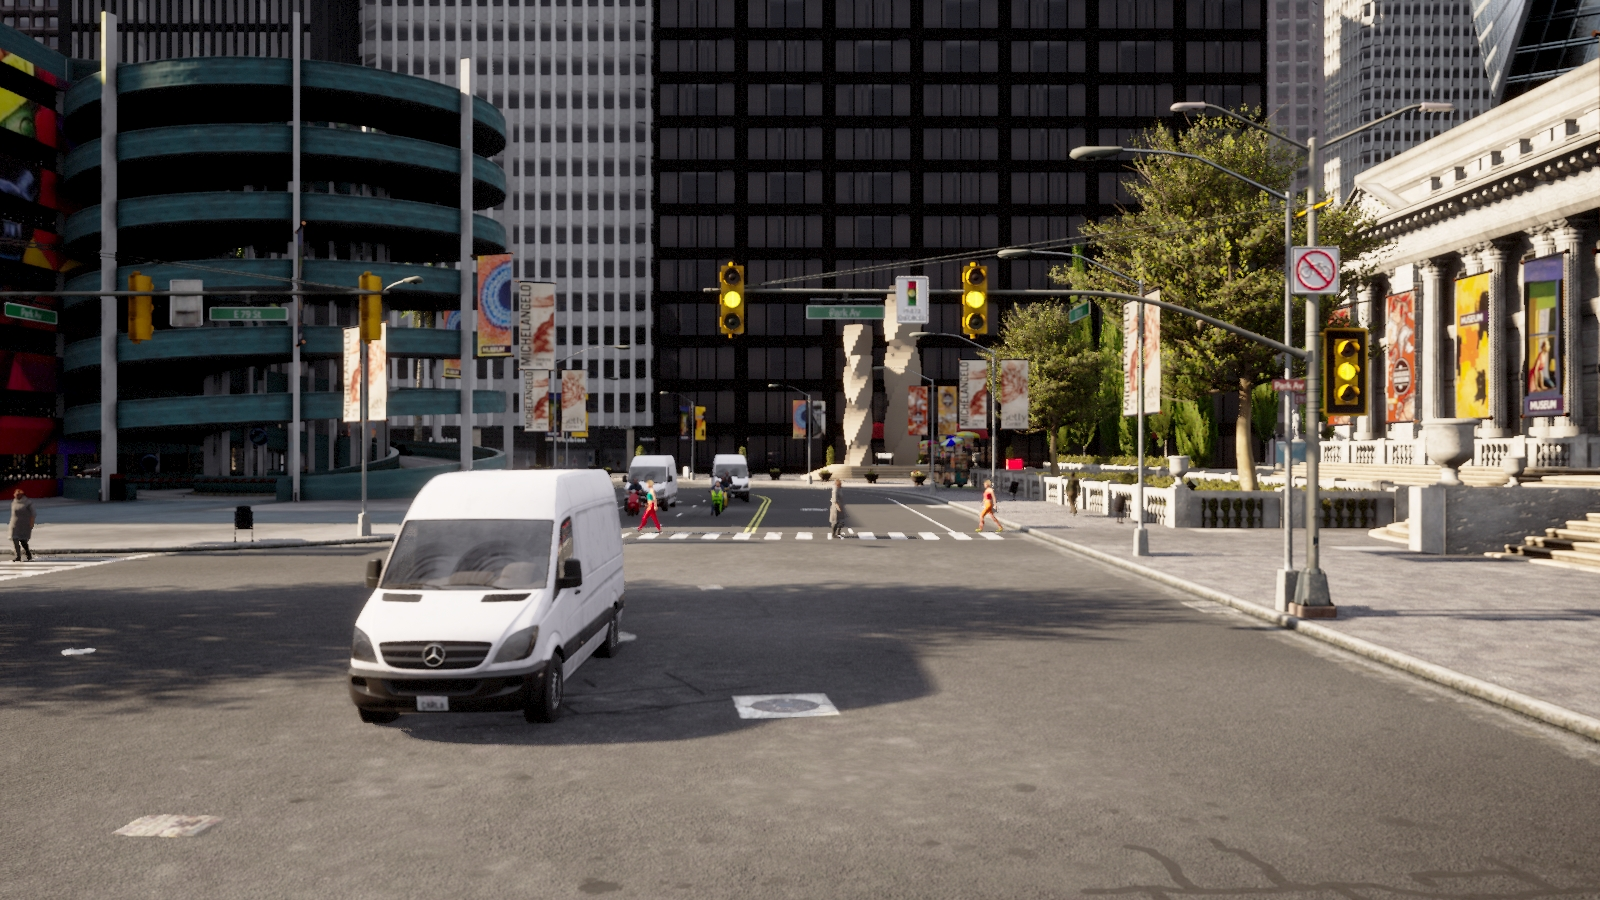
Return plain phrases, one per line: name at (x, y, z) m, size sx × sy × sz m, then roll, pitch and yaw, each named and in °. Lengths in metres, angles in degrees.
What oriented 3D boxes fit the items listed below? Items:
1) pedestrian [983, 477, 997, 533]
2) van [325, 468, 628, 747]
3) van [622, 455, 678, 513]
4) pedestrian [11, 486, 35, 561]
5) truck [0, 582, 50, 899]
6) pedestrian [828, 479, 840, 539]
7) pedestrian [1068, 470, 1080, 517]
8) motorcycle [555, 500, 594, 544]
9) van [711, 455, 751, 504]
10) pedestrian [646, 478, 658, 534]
pedestrian at (6.435, 1.861, 38.688) m, size 0.375 × 1.860 × 0.375 m, roll 0°, pitch 0°, yaw -11°
van at (-3.507, 1.540, 13.778) m, size 1.988 × 2.561 × 5.915 m, roll 0°, pitch 0°, yaw 0°
van at (-7.055, 1.552, 54.334) m, size 1.988 × 2.561 × 5.915 m, roll 0°, pitch 0°, yaw -1°
pedestrian at (-19.694, 1.859, 28.974) m, size 0.375 × 1.860 × 0.375 m, roll 0°, pitch 0°, yaw -6°
truck at (-3.498, 1.580, 0.707) m, size 2.627 × 2.467 × 5.204 m, roll 0°, pitch -1°, yaw 0°
pedestrian at (1.078, 1.860, 36.174) m, size 0.375 × 1.860 × 0.375 m, roll 0°, pitch 0°, yaw 7°
pedestrian at (10.899, 1.711, 45.492) m, size 0.375 × 1.860 × 0.375 m, roll 0°, pitch 0°, yaw 0°
motorcycle at (-6.921, 2.193, 35.173) m, size 0.856 × 1.236 × 1.805 m, roll 0°, pitch 0°, yaw 0°
van at (-3.863, 1.555, 63.125) m, size 1.988 × 2.561 × 5.915 m, roll 0°, pitch 0°, yaw -5°
pedestrian at (-4.929, 1.861, 38.061) m, size 0.375 × 1.860 × 0.375 m, roll 0°, pitch 0°, yaw -6°
